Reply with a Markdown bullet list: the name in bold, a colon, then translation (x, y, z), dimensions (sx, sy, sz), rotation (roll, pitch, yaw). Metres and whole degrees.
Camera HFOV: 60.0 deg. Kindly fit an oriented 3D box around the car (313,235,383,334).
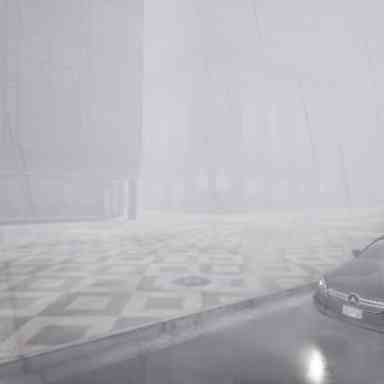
- **car**: translation (4.283, 1.533, 6.318), dimensions (4.674, 1.442, 1.812), rotation (0, 0, -36)
